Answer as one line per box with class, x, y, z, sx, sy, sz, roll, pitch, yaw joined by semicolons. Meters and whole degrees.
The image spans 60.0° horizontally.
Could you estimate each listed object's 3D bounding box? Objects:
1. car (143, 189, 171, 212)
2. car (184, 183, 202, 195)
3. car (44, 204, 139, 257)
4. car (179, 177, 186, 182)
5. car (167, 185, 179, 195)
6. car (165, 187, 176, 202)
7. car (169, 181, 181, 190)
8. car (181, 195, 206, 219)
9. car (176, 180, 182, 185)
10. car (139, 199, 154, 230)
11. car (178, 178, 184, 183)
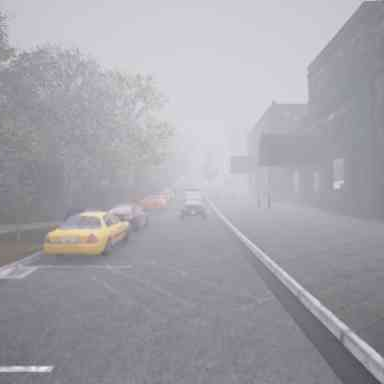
car;-3.629;0.914;32.017;2.185;1.767;4.553;2;2;2
car;0.098;0.276;44.291;2.150;2.045;5.566;0;3;0
car;-3.644;1.393;12.626;1.946;1.575;5.366;0;1;2
car;-3.657;-2.642;93.294;2.163;1.488;4.792;0;4;2
car;-3.637;0.298;48.766;2.231;1.521;4.892;1;4;2
car;-3.633;0.582;43.034;1.946;1.575;5.366;1;3;2
car;-3.658;-0.532;59.873;2.185;1.767;4.553;0;4;2
car;0.099;1.246;26.281;1.812;1.442;4.674;0;2;0
car;-3.658;-0.905;65.432;2.185;1.767;4.553;0;4;2
car;-3.652;1.381;18.763;2.002;1.452;4.674;0;1;2
car;-3.651;-1.926;82.331;1.946;1.575;5.366;0;4;2
